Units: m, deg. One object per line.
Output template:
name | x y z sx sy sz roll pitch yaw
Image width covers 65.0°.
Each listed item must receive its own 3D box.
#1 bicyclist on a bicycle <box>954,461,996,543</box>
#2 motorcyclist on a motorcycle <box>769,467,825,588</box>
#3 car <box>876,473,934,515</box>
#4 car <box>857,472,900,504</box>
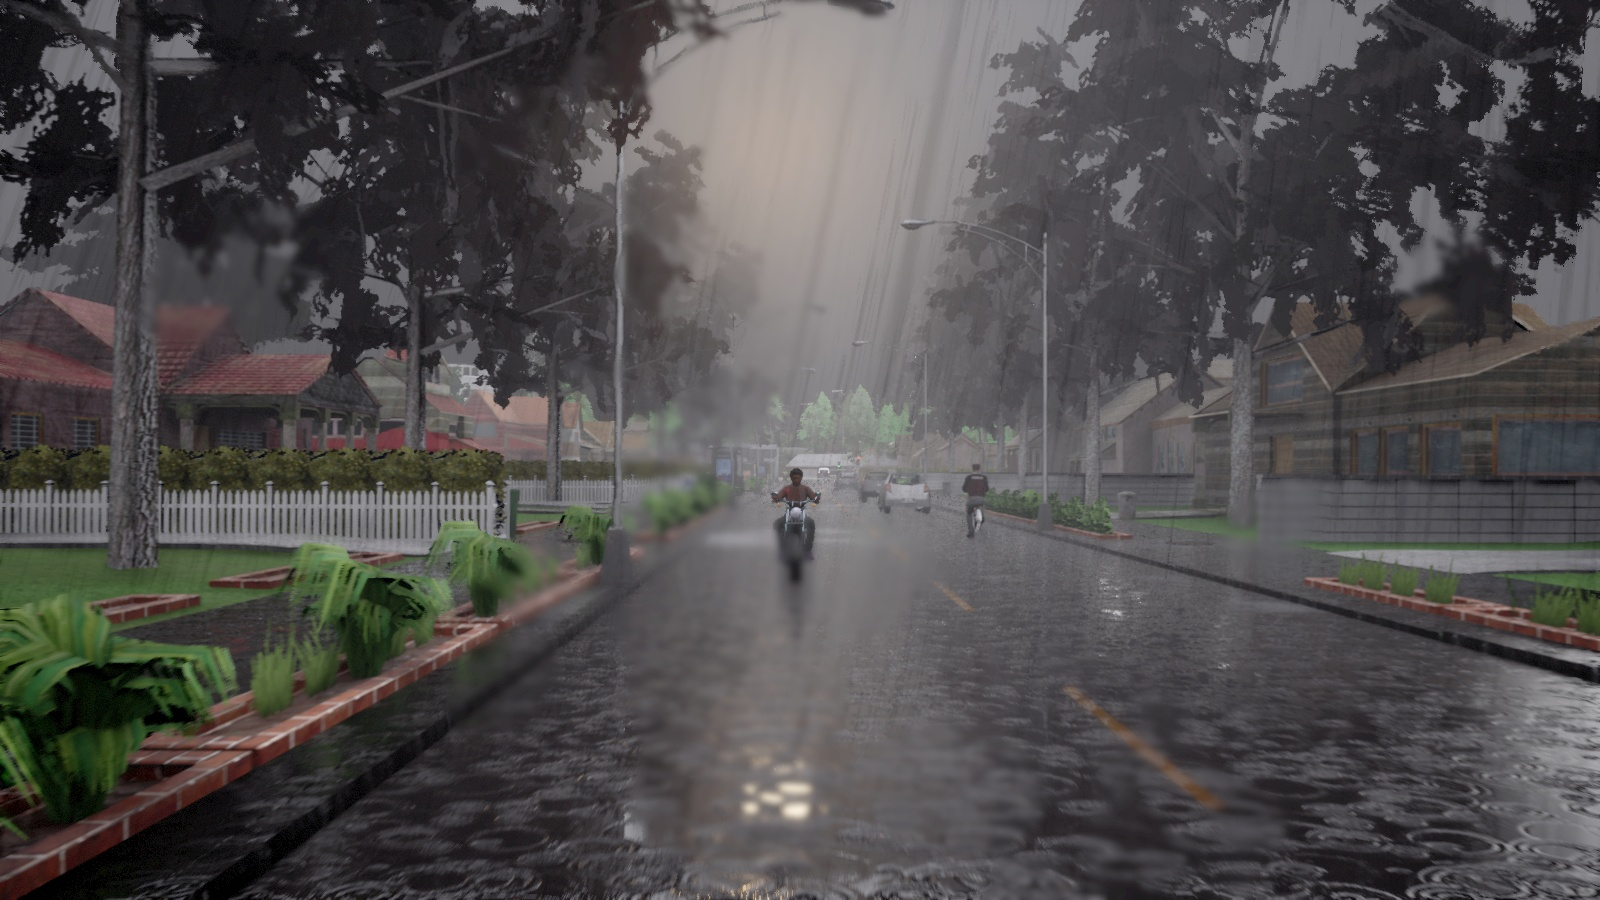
bicyclist on a bicycle | 3.929 1.144 28.316 0.659 1.776 1.843 0 -1 0
motorcyclist on a motorcycle | -0.046 1.071 18.275 0.766 1.649 2.350 0 -1 0
car | 3.885 1.599 46.957 1.845 1.501 3.633 0 -1 0
car | 3.848 1.851 62.014 1.845 1.501 3.633 0 -1 0
